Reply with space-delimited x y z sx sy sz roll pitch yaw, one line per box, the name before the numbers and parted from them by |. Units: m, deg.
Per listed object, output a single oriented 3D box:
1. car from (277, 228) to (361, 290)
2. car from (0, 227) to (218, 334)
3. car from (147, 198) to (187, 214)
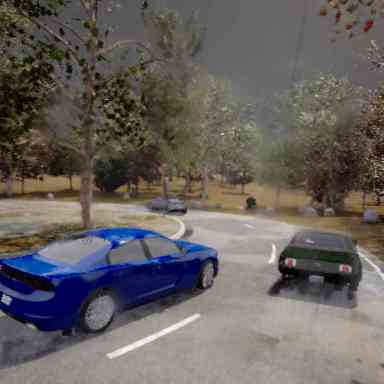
car | 3.842 1.745 9.834 1.895 1.301 4.718 3 1 24
car | -1.323 1.506 7.067 1.882 1.535 5.008 4 2 38
car | -2.271 1.184 29.705 1.994 1.385 4.181 2 0 -39
